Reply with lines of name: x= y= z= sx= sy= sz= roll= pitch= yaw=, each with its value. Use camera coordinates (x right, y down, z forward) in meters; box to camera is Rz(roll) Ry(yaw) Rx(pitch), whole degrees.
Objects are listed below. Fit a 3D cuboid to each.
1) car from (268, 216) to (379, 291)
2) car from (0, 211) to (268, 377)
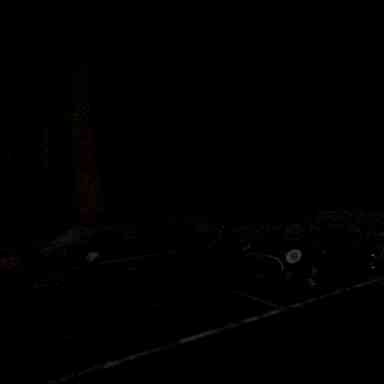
car: x=3.198 y=1.429 z=8.933 sx=4.097 sy=1.590 sz=1.967 roll=0 pitch=0 yaw=-36
car: x=-1.290 y=1.311 z=5.731 sx=5.009 sy=1.841 sz=2.192 roll=0 pitch=0 yaw=-36
